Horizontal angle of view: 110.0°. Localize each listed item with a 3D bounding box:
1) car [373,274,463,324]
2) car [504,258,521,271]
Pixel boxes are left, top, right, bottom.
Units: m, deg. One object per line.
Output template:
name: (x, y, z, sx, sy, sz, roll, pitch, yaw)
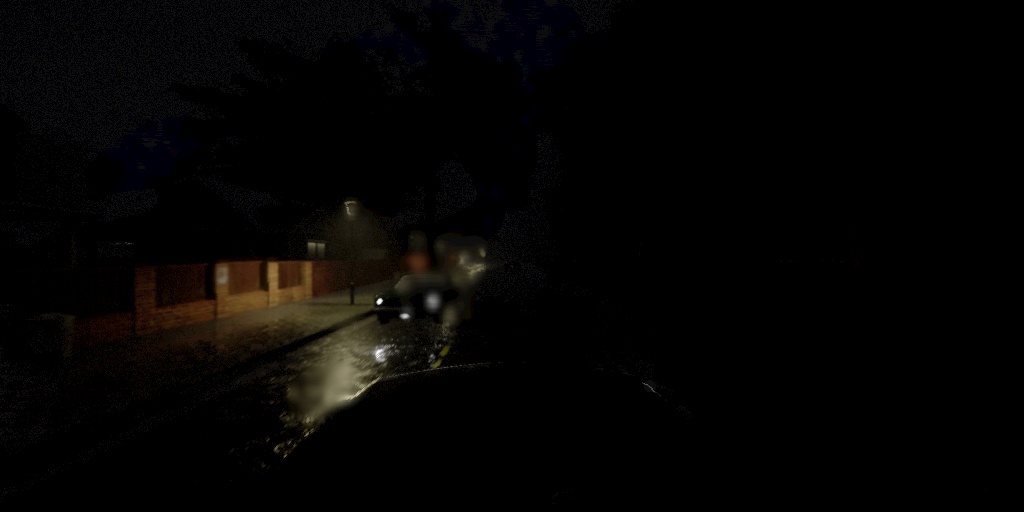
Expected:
car: (-2.867, 1.299, 11.855, 1.895, 1.301, 4.718, 0, 0, 0)
car: (0.019, 0.998, 44.859, 2.128, 1.511, 4.902, 0, 0, 0)
